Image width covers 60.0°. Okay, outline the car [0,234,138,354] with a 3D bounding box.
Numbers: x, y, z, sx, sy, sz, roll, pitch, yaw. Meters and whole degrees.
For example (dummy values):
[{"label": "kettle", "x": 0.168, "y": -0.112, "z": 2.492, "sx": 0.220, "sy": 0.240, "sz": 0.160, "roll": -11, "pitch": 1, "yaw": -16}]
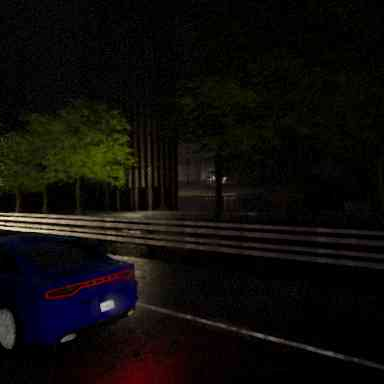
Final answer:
[{"label": "car", "x": -3.255, "y": 1.542, "z": 6.308, "sx": 5.008, "sy": 1.535, "sz": 1.882, "roll": -1, "pitch": 0, "yaw": 35}]
